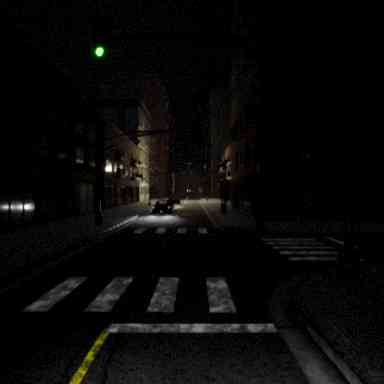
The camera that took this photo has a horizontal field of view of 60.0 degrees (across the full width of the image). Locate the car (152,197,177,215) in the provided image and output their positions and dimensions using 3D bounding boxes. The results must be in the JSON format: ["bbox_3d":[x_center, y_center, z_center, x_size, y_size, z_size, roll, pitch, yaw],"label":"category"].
[{"bbox_3d":[-2.831,1.480,32.937,1.895,1.301,4.718,0,0,0],"label":"car"}]

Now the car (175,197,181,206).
[{"bbox_3d":[-2.786,1.401,51.804,1.895,1.301,4.718,0,0,0],"label":"car"}]
